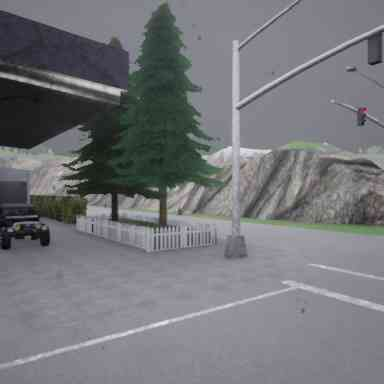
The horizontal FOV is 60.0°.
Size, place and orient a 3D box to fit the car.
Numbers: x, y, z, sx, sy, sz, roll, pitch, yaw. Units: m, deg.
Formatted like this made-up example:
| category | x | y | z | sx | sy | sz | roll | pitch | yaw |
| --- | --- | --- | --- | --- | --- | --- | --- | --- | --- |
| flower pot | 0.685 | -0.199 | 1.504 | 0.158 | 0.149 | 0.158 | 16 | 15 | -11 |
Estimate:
| category | x | y | z | sx | sy | sz | roll | pitch | yaw |
| --- | --- | --- | --- | --- | --- | --- | --- | --- | --- |
| car | -8.118 | 1.514 | 15.750 | 1.905 | 1.878 | 3.866 | 0 | 0 | -37 |
